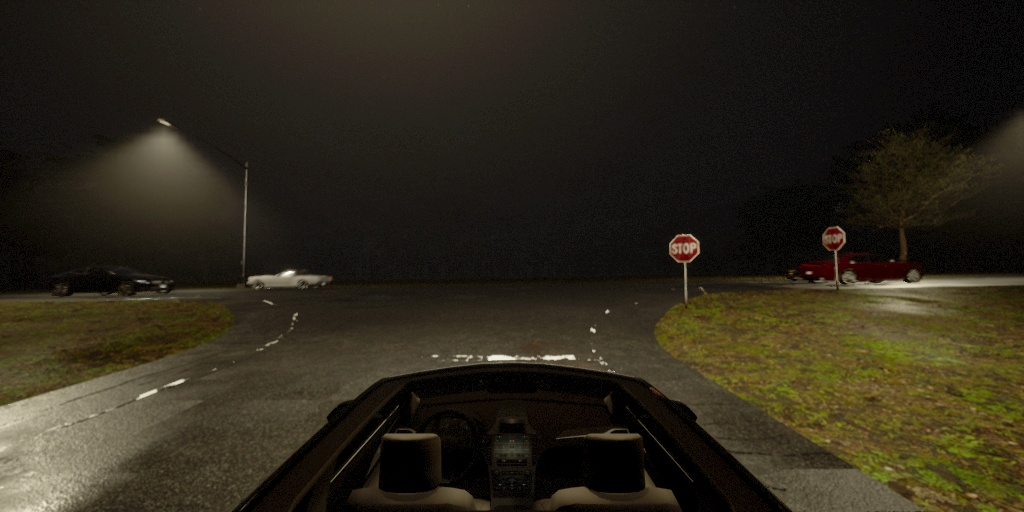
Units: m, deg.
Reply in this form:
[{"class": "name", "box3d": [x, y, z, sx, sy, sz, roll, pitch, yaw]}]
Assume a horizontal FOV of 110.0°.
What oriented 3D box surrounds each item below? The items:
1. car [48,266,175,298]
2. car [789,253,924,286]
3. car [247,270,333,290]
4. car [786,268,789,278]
[{"class": "car", "box3d": [-18.569, 1.161, 16.696, 4.674, 1.442, 1.812, -1, -3, 0]}, {"class": "car", "box3d": [16.676, 0.608, 17.251, 5.008, 1.535, 1.882, -1, -3, -2]}, {"class": "car", "box3d": [-14.620, 1.573, 23.667, 4.718, 1.301, 1.895, -1, -3, 0]}, {"class": "car", "box3d": [21.358, 0.910, 24.376, 4.902, 1.511, 2.128, -1, -3, -2]}]
